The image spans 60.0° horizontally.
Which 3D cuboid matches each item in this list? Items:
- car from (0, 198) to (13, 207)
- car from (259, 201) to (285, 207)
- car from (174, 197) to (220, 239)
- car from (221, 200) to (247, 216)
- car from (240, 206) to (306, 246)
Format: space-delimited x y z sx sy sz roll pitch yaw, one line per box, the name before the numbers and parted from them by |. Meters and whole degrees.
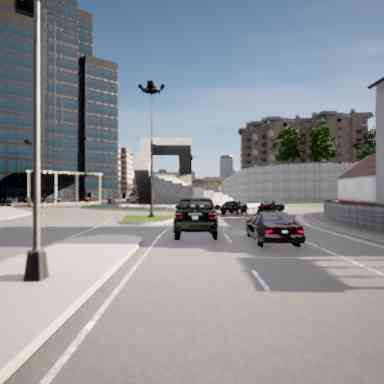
car | -33.053 1.768 56.983 4.892 1.490 1.837 0 -1 17
car | 8.496 1.651 35.087 2.128 1.511 4.902 -1 0 31
car | 0.301 1.301 17.925 2.150 2.045 5.566 0 -1 3
car | 4.626 1.666 35.320 1.837 1.490 4.892 -1 -1 26
car | 3.698 1.618 15.524 2.033 1.411 5.357 0 0 1
